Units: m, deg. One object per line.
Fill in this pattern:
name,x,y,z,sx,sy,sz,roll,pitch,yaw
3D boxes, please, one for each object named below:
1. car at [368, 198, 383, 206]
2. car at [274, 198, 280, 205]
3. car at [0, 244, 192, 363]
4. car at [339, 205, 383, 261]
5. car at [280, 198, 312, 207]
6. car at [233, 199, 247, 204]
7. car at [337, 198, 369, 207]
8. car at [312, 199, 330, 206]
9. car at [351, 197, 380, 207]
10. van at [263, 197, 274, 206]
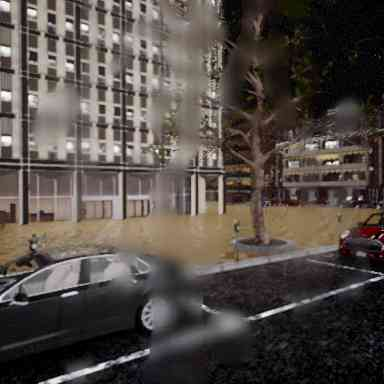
car,28.307,1.818,47.570,2.008,1.369,4.403,-2,0,-36
car,18.739,2.035,75.073,1.967,1.590,4.097,-2,0,-36
car,-2.051,1.548,5.112,4.403,1.369,2.008,0,0,-36
car,6.919,1.419,11.575,4.097,1.590,1.967,0,0,-36
car,18.900,2.042,60.511,1.887,1.381,4.507,-2,0,-36
car,12.164,2.338,84.061,1.802,1.307,4.206,-2,0,-36
car,25.019,1.898,52.065,2.008,1.369,4.403,-2,0,-36
car,25.377,2.015,66.127,1.802,1.307,4.206,-2,0,-36
car,30.669,1.744,58.970,1.967,1.590,4.097,-2,0,-36
van,13.946,1.960,67.372,1.690,1.788,3.998,-2,0,-36
